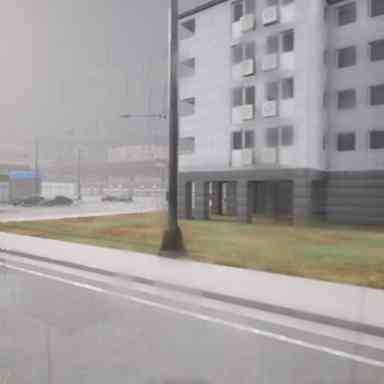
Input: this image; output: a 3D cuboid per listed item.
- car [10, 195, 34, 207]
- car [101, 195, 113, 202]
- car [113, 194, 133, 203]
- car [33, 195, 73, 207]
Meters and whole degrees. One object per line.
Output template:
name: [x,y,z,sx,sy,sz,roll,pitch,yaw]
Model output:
car: [-21.653,1.167,44.291,1.837,1.490,4.892,1,1,31]
car: [-15.470,1.192,62.447,1.895,1.301,4.718,0,0,4]
car: [-12.162,1.135,60.177,1.837,1.490,4.892,0,1,7]
car: [-17.887,1.208,43.780,1.812,1.442,4.674,1,0,29]
